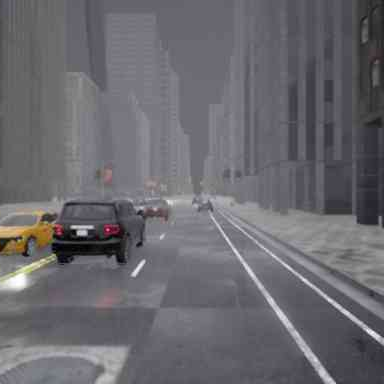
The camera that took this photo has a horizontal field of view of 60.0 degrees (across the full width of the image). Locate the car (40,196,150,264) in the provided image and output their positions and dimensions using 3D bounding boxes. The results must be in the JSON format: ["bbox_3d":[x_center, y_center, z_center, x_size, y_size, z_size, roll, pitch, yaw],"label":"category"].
[{"bbox_3d":[-3.098,1.254,12.110,2.150,2.045,5.566,0,0,0],"label":"car"}]

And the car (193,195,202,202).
[{"bbox_3d":[1.314,1.566,76.573,2.128,1.511,4.902,0,0,1],"label":"car"}]

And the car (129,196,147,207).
[{"bbox_3d":[-8.978,1.513,55.451,2.097,1.767,4.553,0,0,2],"label":"car"}]

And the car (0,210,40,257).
[{"bbox_3d":[-6.536,1.513,13.302,1.882,1.535,5.008,0,0,0],"label":"car"}]

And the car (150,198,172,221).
[{"bbox_3d":[-2.902,1.433,28.534,2.097,1.767,4.553,0,0,1],"label":"car"}]

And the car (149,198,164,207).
[{"bbox_3d":[-5.765,1.721,54.377,1.994,1.385,4.181,0,0,2],"label":"car"}]

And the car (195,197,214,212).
[{"bbox_3d":[1.612,1.644,40.437,1.812,1.442,4.674,0,0,1],"label":"car"}]

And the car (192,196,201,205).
[{"bbox_3d":[1.034,1.541,64.114,2.097,1.767,4.553,0,0,2],"label":"car"}]
